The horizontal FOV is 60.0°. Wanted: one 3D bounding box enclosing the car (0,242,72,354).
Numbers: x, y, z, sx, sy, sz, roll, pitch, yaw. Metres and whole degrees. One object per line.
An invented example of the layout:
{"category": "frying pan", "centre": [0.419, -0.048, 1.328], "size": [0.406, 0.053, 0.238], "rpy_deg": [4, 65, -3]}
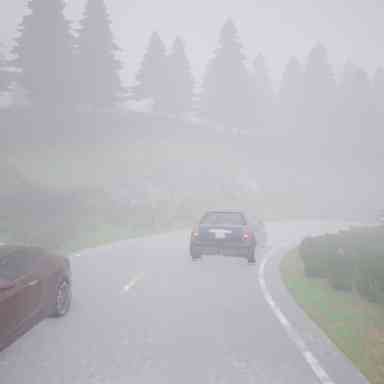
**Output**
{"category": "car", "centre": [-3.236, 1.526, 4.717], "size": [1.812, 1.442, 4.674], "rpy_deg": [0, 0, 1]}

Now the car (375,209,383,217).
{"category": "car", "centre": [15.289, 1.796, 23.296], "size": [4.892, 1.490, 1.837], "rpy_deg": [6, -3, -15]}

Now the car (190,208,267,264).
{"category": "car", "centre": [1.497, 1.353, 12.217], "size": [2.097, 1.767, 4.553], "rpy_deg": [0, 0, 17]}
